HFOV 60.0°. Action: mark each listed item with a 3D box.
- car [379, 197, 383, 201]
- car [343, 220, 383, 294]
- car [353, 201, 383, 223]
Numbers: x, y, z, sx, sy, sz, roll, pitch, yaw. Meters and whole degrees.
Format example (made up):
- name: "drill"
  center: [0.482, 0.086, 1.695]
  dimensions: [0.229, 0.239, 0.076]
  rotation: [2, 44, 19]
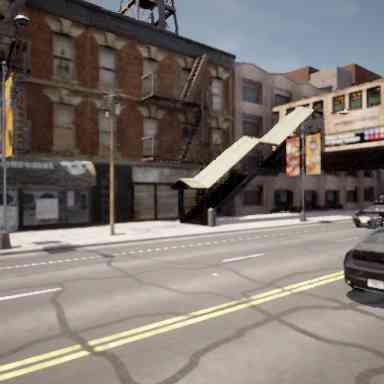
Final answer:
- name: "car"
  center: [18.473, 1.371, 30.598]
  dimensions: [5.566, 2.045, 2.435]
  rotation: [0, -1, -38]
- name: "car"
  center: [5.502, 1.540, 7.949]
  dimensions: [4.892, 1.490, 1.837]
  rotation: [0, -1, -37]
- name: "car"
  center: [12.847, 1.603, 22.594]
  dimensions: [4.902, 1.511, 2.128]
  rotation: [0, -1, -37]
